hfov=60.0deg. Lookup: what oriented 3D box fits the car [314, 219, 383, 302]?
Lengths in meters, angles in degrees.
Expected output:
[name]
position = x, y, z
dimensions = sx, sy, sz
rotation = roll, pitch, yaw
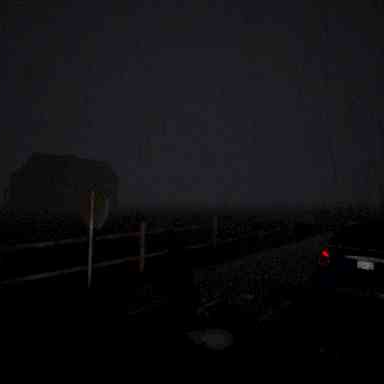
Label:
[car]
position = 4.649, 1.457, 8.077
dimensions = 2.097, 1.767, 4.553
rotation = 1, 0, 38
